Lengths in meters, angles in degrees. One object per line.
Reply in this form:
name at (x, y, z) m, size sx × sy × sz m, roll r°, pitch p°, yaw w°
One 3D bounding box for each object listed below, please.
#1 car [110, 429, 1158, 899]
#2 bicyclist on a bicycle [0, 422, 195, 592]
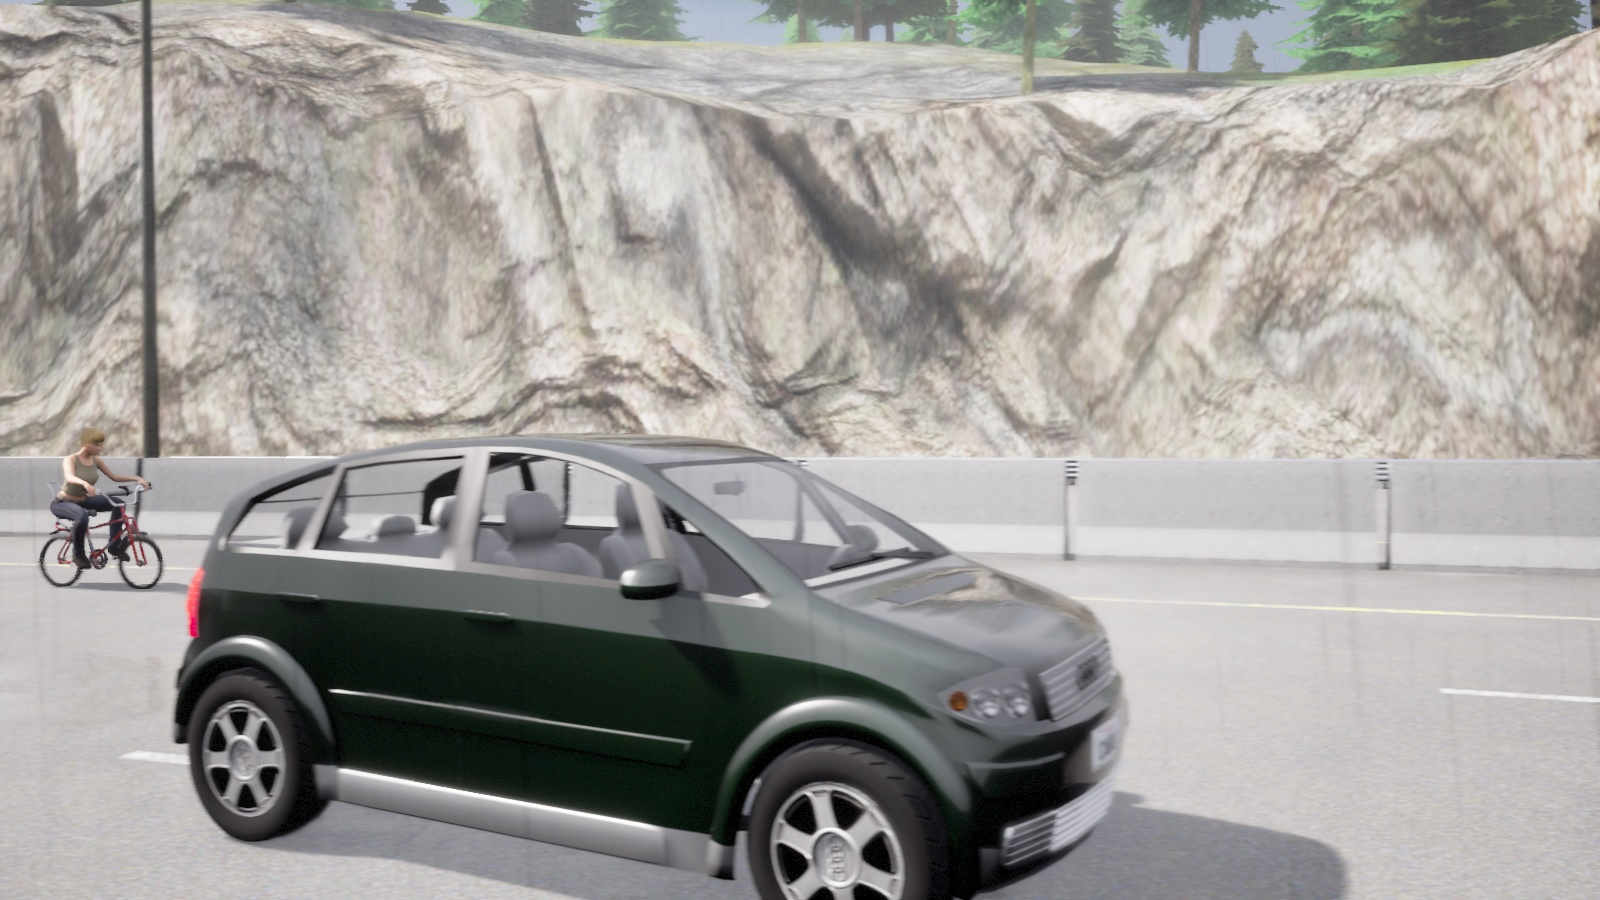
car at (-0.681, 0.716, 4.932) m, size 3.705 × 1.549 × 1.789 m, roll 1°, pitch 1°, yaw 27°
bicyclist on a bicycle at (-7.008, 0.532, 12.567) m, size 1.509 × 1.612 × 0.866 m, roll 0°, pitch 1°, yaw 14°
